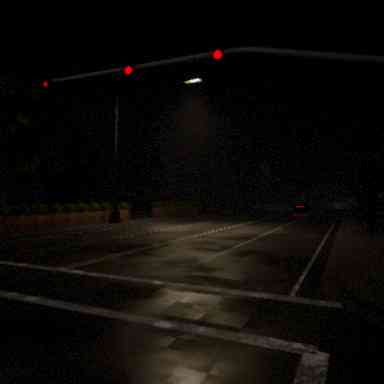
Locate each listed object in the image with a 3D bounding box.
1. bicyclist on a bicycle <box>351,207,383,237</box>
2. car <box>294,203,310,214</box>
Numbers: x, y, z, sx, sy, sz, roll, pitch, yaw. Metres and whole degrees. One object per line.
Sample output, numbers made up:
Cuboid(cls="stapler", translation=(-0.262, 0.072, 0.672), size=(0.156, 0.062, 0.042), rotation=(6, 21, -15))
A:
Cuboid(cls="bicyclist on a bicycle", translation=(9.796, 1.687, 18.637), size=(1.656, 1.620, 0.582), rotation=(0, -1, 25))
Cuboid(cls="car", translation=(16.396, 2.415, 49.706), size=(2.128, 1.511, 4.902), rotation=(0, -2, 25))
